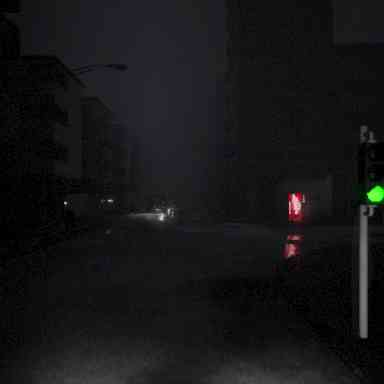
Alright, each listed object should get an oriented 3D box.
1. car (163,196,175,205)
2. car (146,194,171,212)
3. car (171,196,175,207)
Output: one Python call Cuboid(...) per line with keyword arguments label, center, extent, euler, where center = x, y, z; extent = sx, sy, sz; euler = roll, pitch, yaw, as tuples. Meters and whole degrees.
Cuboid(label="car", center=(-4.056, 1.525, 59.621), extent=(1.837, 1.490, 4.892), euler=(0, 0, 0))
Cuboid(label="car", center=(-4.096, 1.235, 39.478), extent=(2.150, 2.045, 5.566), euler=(0, 0, 0))
Cuboid(label="car", center=(-4.080, 1.495, 49.497), extent=(1.882, 1.535, 5.008), euler=(0, 0, 0))
